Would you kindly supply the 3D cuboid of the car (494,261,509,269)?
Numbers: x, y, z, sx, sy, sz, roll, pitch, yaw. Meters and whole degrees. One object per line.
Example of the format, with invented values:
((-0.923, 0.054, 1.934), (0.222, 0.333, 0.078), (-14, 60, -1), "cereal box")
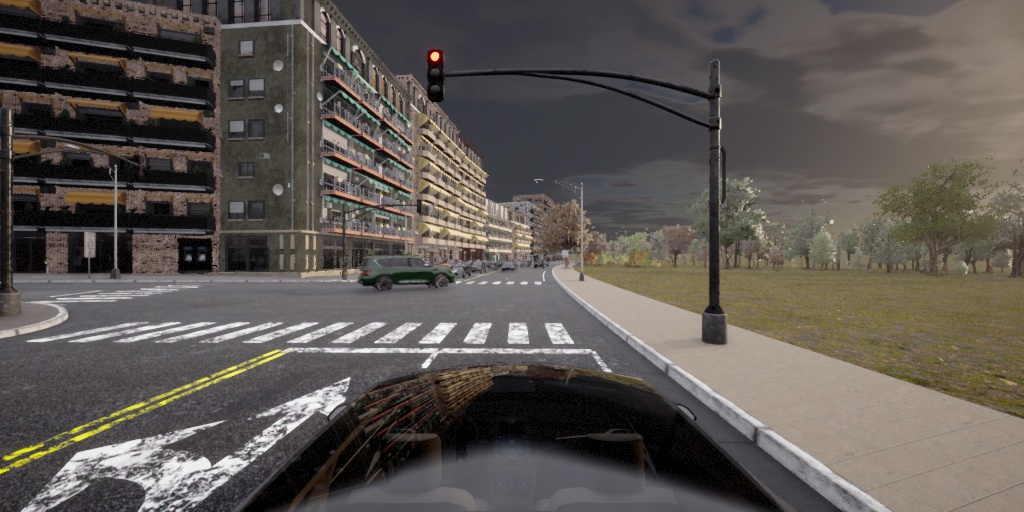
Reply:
((-1.815, 1.531, 63.438), (1.895, 1.301, 4.718), (0, 0, 9), "car")

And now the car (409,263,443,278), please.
((-8.364, 1.375, 35.322), (1.994, 1.385, 4.181), (0, 0, 5), "car")

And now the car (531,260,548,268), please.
((5.014, 1.448, 64.891), (1.837, 1.490, 4.892), (0, 0, 9), "car")

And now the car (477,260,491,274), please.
((-4.271, 1.351, 44.254), (1.837, 1.490, 4.892), (0, 0, 6), "car")

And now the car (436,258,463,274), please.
((-7.582, 1.195, 43.742), (2.097, 1.767, 4.553), (0, 0, 6), "car")

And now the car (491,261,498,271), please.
((-3.216, 1.446, 53.397), (1.994, 1.385, 4.181), (0, 0, 7), "car")

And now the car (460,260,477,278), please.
((-5.134, 1.302, 34.951), (2.128, 1.511, 4.902), (0, 0, 5), "car")

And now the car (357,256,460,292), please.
((-6.293, 1.000, 21.585), (5.566, 2.045, 2.150), (0, 1, -30), "car")

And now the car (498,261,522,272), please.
((-0.214, 1.416, 49.819), (2.033, 1.411, 5.357), (0, 0, 7), "car")
